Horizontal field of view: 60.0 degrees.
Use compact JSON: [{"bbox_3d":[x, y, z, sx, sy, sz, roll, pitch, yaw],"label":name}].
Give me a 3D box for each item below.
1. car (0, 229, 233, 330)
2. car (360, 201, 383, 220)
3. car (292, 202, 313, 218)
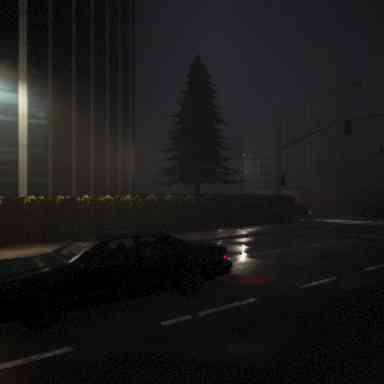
[{"bbox_3d":[-1.597,1.547,7.103,5.357,1.411,2.033,0,0,-35],"label":"car"},{"bbox_3d":[15.790,1.477,25.943,1.882,1.535,5.008,0,0,-35],"label":"car"},{"bbox_3d":[8.555,1.491,30.148,2.128,1.511,4.902,0,0,-35],"label":"car"}]
